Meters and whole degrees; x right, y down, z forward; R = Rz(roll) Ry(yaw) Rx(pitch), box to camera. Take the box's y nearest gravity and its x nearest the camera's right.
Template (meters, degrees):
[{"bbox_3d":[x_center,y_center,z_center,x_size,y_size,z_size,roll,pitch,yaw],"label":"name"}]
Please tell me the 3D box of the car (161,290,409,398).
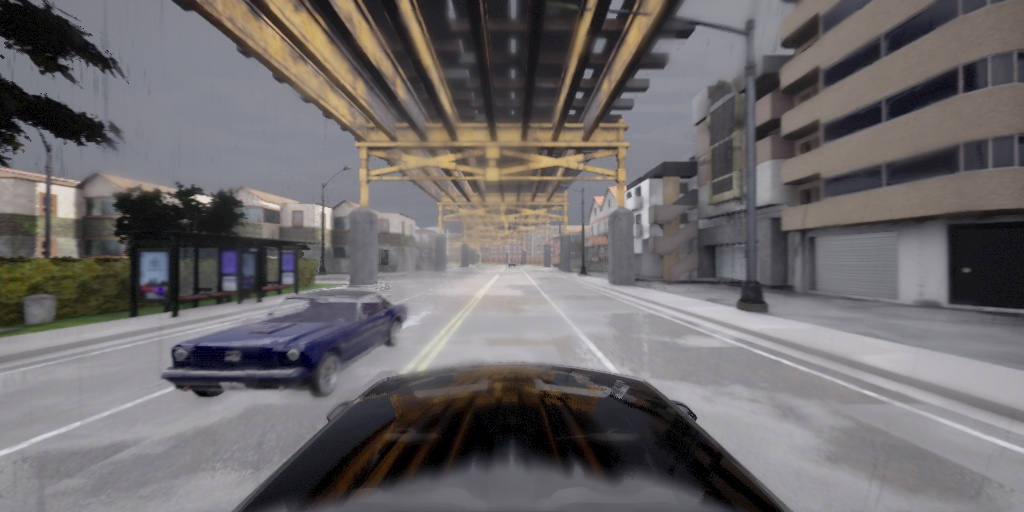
[{"bbox_3d":[-3.511,1.359,6.737,1.895,1.301,4.718,0,0,0],"label":"car"}]
